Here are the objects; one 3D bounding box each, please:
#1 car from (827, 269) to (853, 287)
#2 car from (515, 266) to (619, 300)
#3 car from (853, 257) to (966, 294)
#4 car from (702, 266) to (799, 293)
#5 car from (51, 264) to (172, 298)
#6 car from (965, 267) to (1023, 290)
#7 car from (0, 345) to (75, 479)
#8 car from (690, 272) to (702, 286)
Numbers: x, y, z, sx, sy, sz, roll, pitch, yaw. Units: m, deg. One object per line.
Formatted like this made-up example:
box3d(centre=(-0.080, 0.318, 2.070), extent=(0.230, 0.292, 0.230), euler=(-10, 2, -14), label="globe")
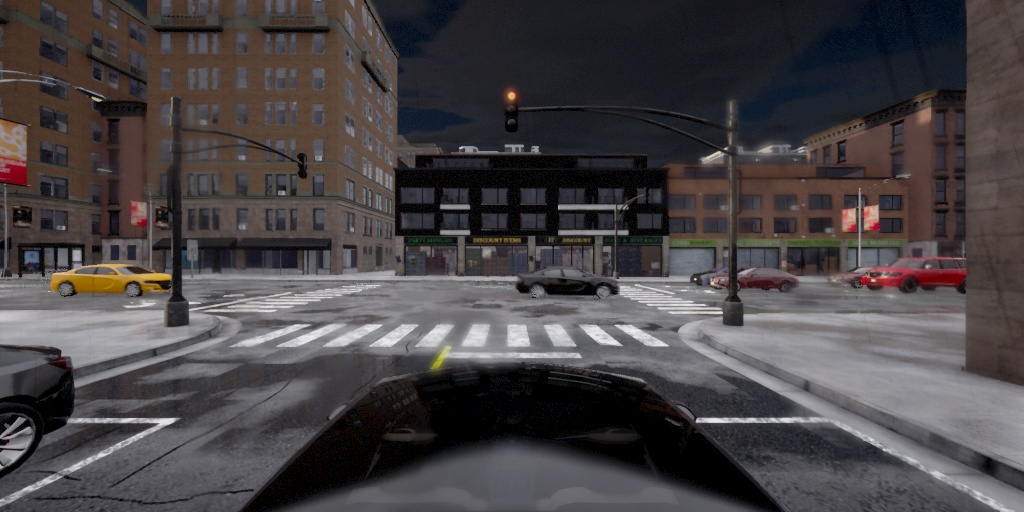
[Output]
box3d(centre=(24.167, 1.407, 24.298), extent=(4.674, 1.442, 1.812), euler=(0, 0, 0), label="car")
box3d(centre=(2.631, 1.247, 17.499), extent=(5.008, 1.535, 1.882), euler=(0, 0, 0), label="car")
box3d(centre=(23.999, 1.102, 21.043), extent=(5.566, 2.045, 2.150), euler=(0, 0, 0), label="car")
box3d(centre=(14.105, 1.354, 21.008), extent=(4.674, 1.442, 1.812), euler=(0, 0, 1), label="car")
box3d(centre=(-19.038, 1.143, 17.390), extent=(5.008, 1.535, 1.882), euler=(0, 0, 0), label="car")
box3d(centre=(34.121, 1.498, 24.352), extent=(4.181, 1.385, 1.994), euler=(0, 0, 0), label="car")
box3d(centre=(-5.387, 1.316, 1.910), extent=(1.948, 1.339, 4.313), euler=(0, 0, 0), label="car")
box3d(centre=(14.405, 1.394, 24.260), extent=(4.181, 1.385, 1.994), euler=(0, 0, 0), label="car")
